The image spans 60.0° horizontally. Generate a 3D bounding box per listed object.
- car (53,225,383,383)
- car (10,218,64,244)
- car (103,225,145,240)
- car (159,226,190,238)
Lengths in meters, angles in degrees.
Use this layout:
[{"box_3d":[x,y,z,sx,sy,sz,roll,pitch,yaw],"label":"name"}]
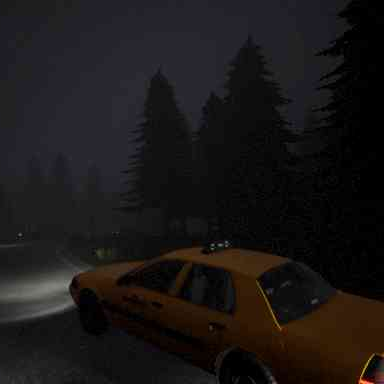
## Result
[{"box_3d":[0.142,1.441,4.734,5.366,1.575,1.801,0,1,43],"label":"car"},{"box_3d":[-12.757,3.223,28.097,2.150,2.045,5.566,-4,-7,7],"label":"car"},{"box_3d":[-7.444,4.510,36.950,2.033,1.411,5.357,-4,-8,20],"label":"car"},{"box_3d":[-2.329,5.543,46.259,1.882,1.535,5.008,-5,-8,30],"label":"car"}]
